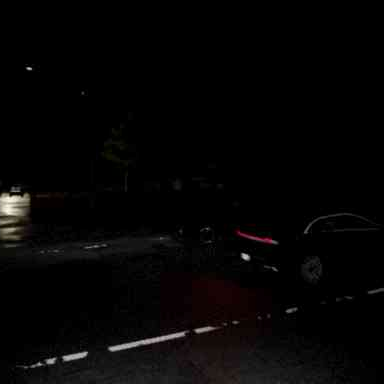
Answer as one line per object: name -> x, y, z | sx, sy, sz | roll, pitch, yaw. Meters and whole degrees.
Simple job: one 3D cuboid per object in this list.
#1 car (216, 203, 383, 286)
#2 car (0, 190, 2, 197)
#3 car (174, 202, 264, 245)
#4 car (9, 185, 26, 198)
car -> 3.335, 1.137, 8.271 | 4.902, 1.511, 2.128 | -1, 3, -26
car -> -28.307, 0.132, 47.492 | 2.033, 1.411, 5.357 | 0, 1, -26
car -> 1.758, 1.040, 12.210 | 4.718, 1.301, 1.895 | -1, 3, -15
car -> -26.276, 0.043, 49.902 | 2.128, 1.511, 4.902 | 0, 1, -26
